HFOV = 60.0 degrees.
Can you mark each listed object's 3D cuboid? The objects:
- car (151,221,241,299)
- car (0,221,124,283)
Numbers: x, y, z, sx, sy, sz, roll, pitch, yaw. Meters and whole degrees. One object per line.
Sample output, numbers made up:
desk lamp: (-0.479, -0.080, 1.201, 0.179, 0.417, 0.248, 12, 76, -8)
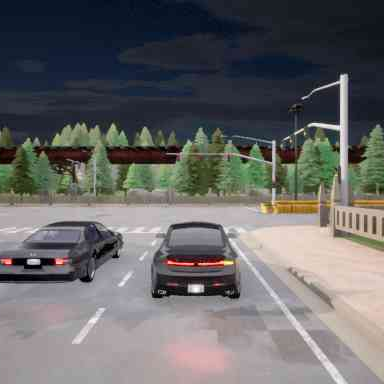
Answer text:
car: (0.099, 1.505, 8.466, 1.837, 1.490, 4.892, 0, 0, 1)
car: (-3.388, 1.547, 9.655, 2.033, 1.411, 5.357, 0, 0, 0)
